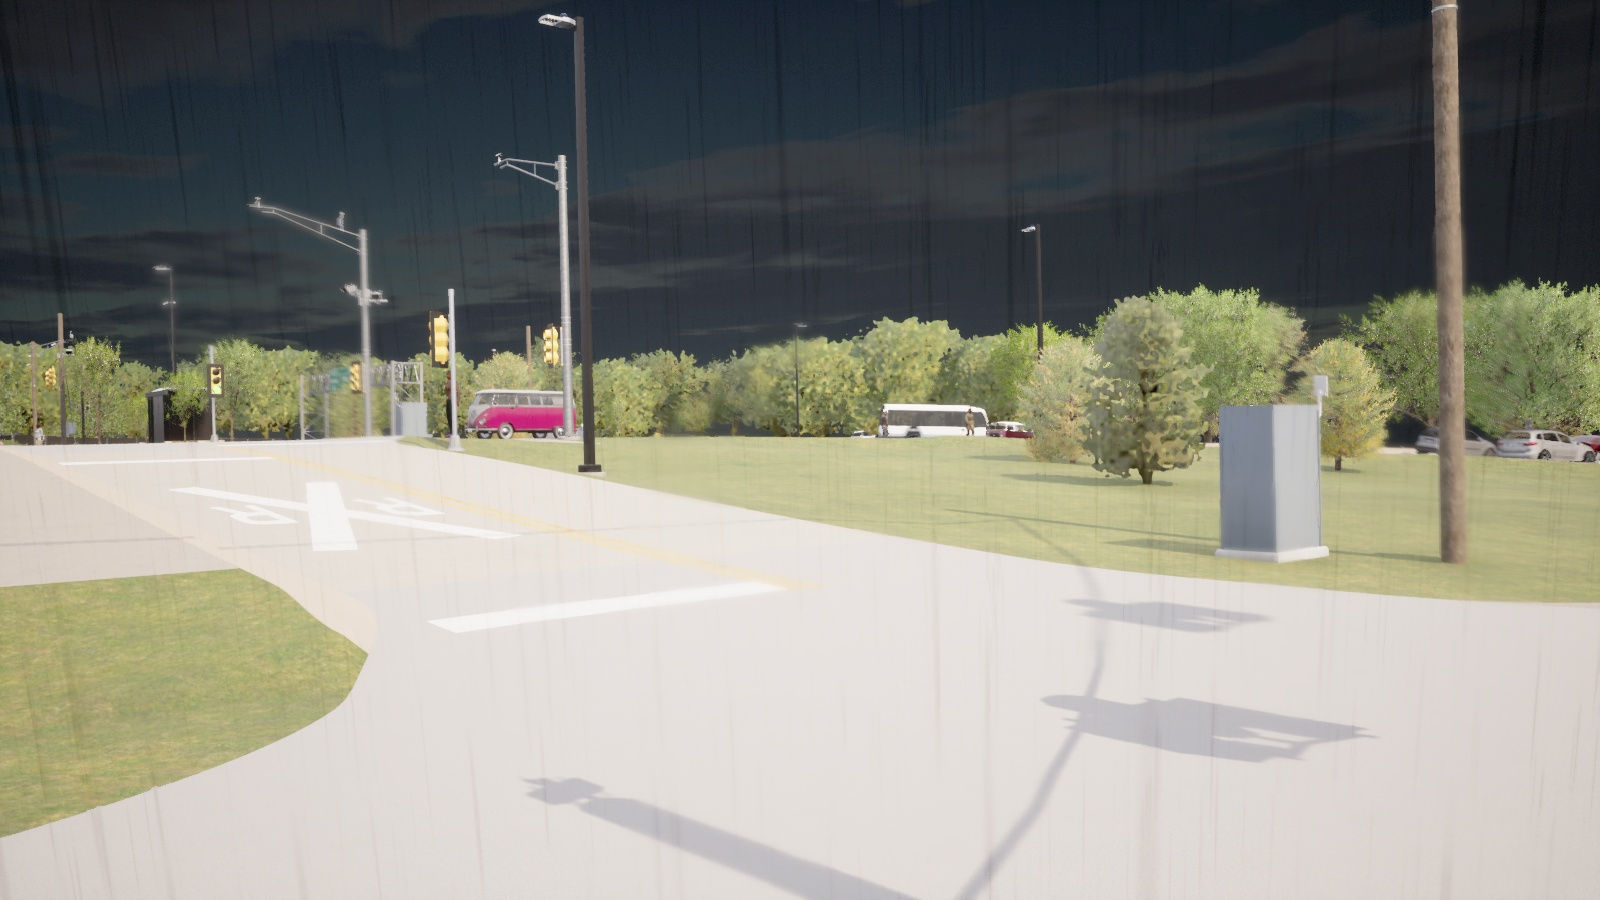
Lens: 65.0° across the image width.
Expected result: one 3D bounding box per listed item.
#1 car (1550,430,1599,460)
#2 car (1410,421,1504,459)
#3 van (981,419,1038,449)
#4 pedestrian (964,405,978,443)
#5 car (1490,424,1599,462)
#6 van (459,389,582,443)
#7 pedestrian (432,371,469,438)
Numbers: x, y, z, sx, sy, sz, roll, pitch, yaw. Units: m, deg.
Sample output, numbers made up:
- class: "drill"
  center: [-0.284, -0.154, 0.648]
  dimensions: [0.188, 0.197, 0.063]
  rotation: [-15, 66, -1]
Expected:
- class: "car"
  center: [44.014, -0.251, 69.786]
  dimensions: [5.008, 1.535, 1.882]
  rotation: [1, 3, -33]
- class: "car"
  center: [33.589, -0.504, 64.196]
  dimensions: [3.988, 1.617, 1.851]
  rotation: [2, 6, -19]
- class: "van"
  center: [15.603, -1.149, 93.475]
  dimensions: [2.069, 2.038, 4.480]
  rotation: [-1, -3, 42]
- class: "pedestrian"
  center: [8.771, -1.327, 64.549]
  dimensions: [0.396, 1.930, 0.692]
  rotation: [-2, 1, -18]
- class: "car"
  center: [35.747, -0.320, 60.136]
  dimensions: [4.611, 1.667, 2.242]
  rotation: [2, 0, -21]
- class: "van"
  center: [-10.937, -1.312, 49.343]
  dimensions: [1.775, 1.987, 4.442]
  rotation: [-1, 0, 44]
- class: "pedestrian"
  center: [-9.491, -1.232, 34.094]
  dimensions: [0.869, 1.805, 0.328]
  rotation: [-2, 1, -39]
